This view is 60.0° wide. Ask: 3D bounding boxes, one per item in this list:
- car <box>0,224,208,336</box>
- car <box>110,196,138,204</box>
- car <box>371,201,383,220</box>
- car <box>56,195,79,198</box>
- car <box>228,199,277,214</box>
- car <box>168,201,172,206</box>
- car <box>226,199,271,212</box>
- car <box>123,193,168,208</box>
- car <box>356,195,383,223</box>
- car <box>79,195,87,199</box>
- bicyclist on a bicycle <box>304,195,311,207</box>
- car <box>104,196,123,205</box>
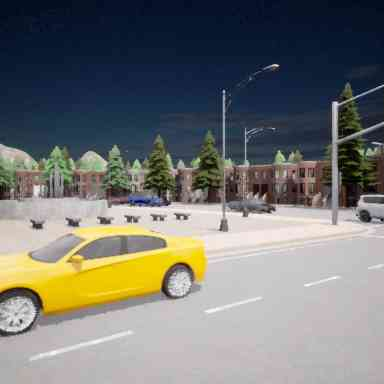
[{"bbox_3d":[-1.964,1.477,6.862,5.008,1.535,1.882,0,0,-36],"label":"car"},{"bbox_3d":[-12.736,1.505,62.058,4.892,1.490,1.837,0,0,18],"label":"car"},{"bbox_3d":[17.135,1.525,26.574,1.812,1.442,4.674,0,0,-36],"label":"car"},{"bbox_3d":[-23.818,1.505,60.694,4.892,1.490,1.837,0,0,5],"label":"car"},{"bbox_3d":[6.391,1.547,35.355,2.033,1.411,5.357,0,0,-37],"label":"car"},{"bbox_3d":[-5.479,1.601,51.140,4.718,1.301,1.895,0,0,30],"label":"car"},{"bbox_3d":[6.805,1.547,40.374,2.033,1.411,5.357,0,0,-39],"label":"car"},{"bbox_3d":[-6.786,1.220,48.023,5.566,2.045,2.150,0,0,30],"label":"car"},{"bbox_3d":[14.014,1.222,23.043,2.150,2.045,5.566,1,0,-16],"label":"car"},{"bbox_3d":[-22.556,1.352,63.988,4.553,1.767,2.097,0,0,7],"label":"car"},{"bbox_3d":[16.174,1.303,46.611,1.656,1.620,0.582,0,0,-37],"label":"bicyclist on a bicycle"},{"bbox_3d":[-14.081,1.564,58.826,4.181,1.385,1.994,0,0,18],"label":"car"}]
